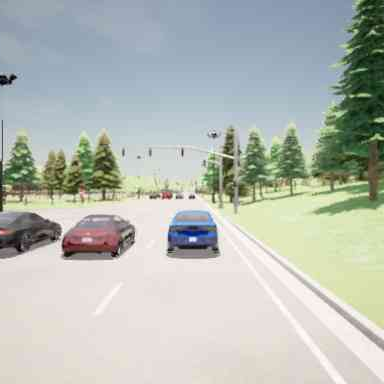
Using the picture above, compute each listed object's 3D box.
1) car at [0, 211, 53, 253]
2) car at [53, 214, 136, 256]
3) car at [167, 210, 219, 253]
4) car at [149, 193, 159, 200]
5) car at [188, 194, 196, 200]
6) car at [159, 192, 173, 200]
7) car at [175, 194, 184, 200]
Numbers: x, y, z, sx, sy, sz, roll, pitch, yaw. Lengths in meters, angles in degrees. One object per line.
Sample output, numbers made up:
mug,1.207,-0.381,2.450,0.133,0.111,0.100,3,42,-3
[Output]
car,-6.949,1.506,13.401,1.812,1.442,4.674,0,0,1
car,-3.452,1.545,13.002,1.994,1.385,4.181,0,0,0
car,0.052,1.457,13.688,1.882,1.535,5.008,0,0,0
car,-10.496,1.357,90.357,1.837,1.490,4.892,0,0,0
car,0.004,1.335,90.356,1.882,1.535,5.008,0,0,0
car,-6.996,1.082,90.386,2.150,2.045,5.566,0,0,0
car,-3.496,1.211,90.709,2.097,1.767,4.553,0,0,0
